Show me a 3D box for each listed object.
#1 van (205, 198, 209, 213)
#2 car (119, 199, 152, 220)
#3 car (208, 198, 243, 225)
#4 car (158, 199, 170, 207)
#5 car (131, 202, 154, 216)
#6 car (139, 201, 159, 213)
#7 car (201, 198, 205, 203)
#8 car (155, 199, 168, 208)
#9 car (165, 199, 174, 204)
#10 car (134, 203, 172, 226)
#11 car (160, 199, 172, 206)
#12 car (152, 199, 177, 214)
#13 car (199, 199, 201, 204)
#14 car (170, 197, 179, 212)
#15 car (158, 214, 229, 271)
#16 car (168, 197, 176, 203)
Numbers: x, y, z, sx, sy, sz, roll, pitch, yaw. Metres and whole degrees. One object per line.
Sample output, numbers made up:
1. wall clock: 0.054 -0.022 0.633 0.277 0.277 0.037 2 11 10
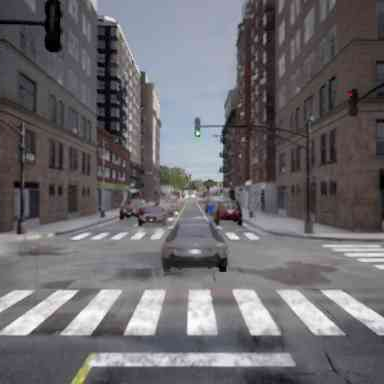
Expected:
1. van: 2.685 1.656 36.846 1.690 1.788 3.998 0 0 0
2. car: -5.425 1.583 31.340 2.192 1.841 5.009 0 0 0
3. car: 2.696 1.536 25.839 2.192 1.841 5.009 0 0 0
4. car: -5.417 2.093 64.360 1.887 1.381 4.507 0 0 0
5. car: -5.423 1.881 36.842 1.947 1.339 4.313 0 0 0
6. car: -5.422 1.912 42.345 2.008 1.369 4.403 0 0 0
7. car: 2.679 1.677 42.350 2.192 1.841 5.009 0 0 0
8. car: -5.418 2.046 58.856 1.887 1.381 4.507 0 0 0
9. car: -5.413 2.270 80.870 1.802 1.307 4.206 0 0 0
10. car: -2.852 1.780 25.232 1.994 1.385 4.181 0 0 0
11. car: -5.416 2.146 69.863 2.008 1.369 4.403 0 0 0
12. car: -2.850 1.827 35.225 1.812 1.442 4.674 0 0 0
13. car: 2.636 2.262 86.547 1.752 1.417 4.829 0 0 0
14. car: -2.849 1.739 45.371 2.097 1.767 4.553 0 0 0
15. car: 0.083 1.658 11.285 1.994 1.385 4.181 0 0 0
16. car: -5.411 2.222 91.879 1.967 1.590 4.097 0 0 0
